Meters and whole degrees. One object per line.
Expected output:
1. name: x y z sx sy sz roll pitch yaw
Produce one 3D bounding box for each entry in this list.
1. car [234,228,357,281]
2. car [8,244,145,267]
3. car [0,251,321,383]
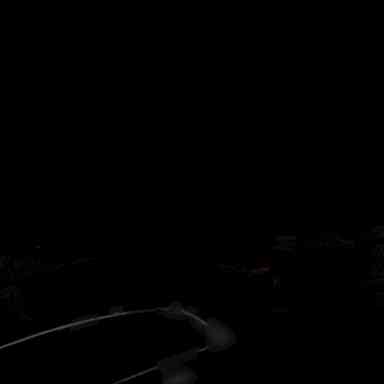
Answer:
1. car: 2.483 1.582 8.302 4.206 1.307 1.802 0 0 -35
2. car: -1.998 1.566 5.111 4.313 1.339 1.947 0 0 -35
3. car: -1.345 1.505 2.422 4.892 1.490 1.837 0 0 -35
